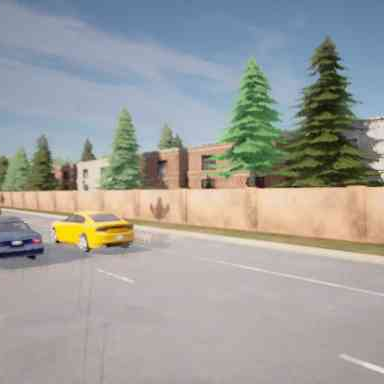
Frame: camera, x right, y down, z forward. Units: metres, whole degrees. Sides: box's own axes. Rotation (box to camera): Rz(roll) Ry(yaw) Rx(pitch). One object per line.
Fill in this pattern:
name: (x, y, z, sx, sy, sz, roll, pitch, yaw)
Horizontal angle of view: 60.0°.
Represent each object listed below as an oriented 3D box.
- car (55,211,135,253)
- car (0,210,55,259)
car: (-4.398, 1.552, 14.290, 1.882, 1.535, 5.008, 0, 0, -43)
car: (-7.057, 1.607, 12.015, 2.033, 1.411, 5.357, 0, 0, -43)
